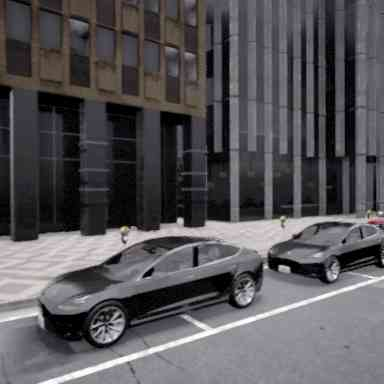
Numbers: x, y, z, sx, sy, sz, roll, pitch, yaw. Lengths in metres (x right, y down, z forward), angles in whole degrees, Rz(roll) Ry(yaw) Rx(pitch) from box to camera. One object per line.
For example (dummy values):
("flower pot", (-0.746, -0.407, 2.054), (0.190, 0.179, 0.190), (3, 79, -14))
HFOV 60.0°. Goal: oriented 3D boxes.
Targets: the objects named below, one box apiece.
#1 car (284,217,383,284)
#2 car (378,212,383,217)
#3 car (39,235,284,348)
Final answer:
("car", (4.082, 1.546, 9.561), (4.313, 1.339, 1.947), (0, 0, -35))
("car", (8.670, 1.282, 12.833), (5.009, 1.841, 2.192), (0, 0, -35))
("car", (-0.507, 1.559, 6.288), (4.313, 1.339, 1.947), (0, 0, -35))
